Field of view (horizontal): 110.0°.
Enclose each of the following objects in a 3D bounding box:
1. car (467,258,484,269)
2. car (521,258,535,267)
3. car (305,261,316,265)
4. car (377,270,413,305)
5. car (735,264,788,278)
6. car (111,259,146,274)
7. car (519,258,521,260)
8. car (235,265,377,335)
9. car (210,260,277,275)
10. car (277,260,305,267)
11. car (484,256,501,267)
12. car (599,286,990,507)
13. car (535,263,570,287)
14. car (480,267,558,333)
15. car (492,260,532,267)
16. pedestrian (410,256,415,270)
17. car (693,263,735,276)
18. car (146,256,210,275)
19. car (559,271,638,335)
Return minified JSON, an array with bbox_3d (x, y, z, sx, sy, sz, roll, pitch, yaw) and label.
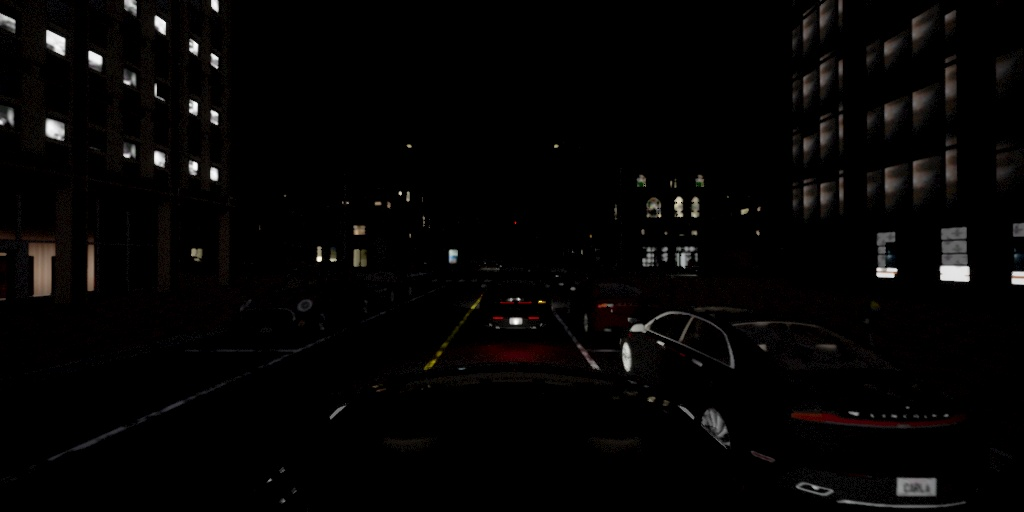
[{"bbox_3d":[-5.708,1.311,54.044,1.802,1.307,4.207,0,0,0],"label":"car"},{"bbox_3d":[2.672,1.295,54.034,1.948,1.339,4.313,0,0,0],"label":"car"},{"bbox_3d":[-25.468,1.176,42.419,4.829,1.417,1.751,0,0,1],"label":"car"},{"bbox_3d":[-5.695,1.294,15.966,2.007,1.370,4.403,0,0,0],"label":"car"},{"bbox_3d":[23.632,1.417,33.264,4.207,1.307,1.802,0,0,1],"label":"car"},{"bbox_3d":[-36.499,1.113,34.204,4.403,1.370,2.007,0,0,1],"label":"car"},{"bbox_3d":[2.669,1.307,65.076,1.802,1.307,4.207,0,0,0],"label":"car"},{"bbox_3d":[-5.693,1.186,10.274,1.967,1.591,4.097,0,0,0],"label":"car"},{"bbox_3d":[-25.426,1.160,34.037,4.403,1.370,2.007,0,0,1],"label":"car"},{"bbox_3d":[-24.505,1.117,36.618,4.902,1.511,2.128,0,0,1],"label":"car"},{"bbox_3d":[-3.092,1.204,59.734,1.882,1.535,5.008,0,0,0],"label":"car"},{"bbox_3d":[2.690,1.299,4.568,2.007,1.370,4.403,0,0,0],"label":"car"},{"bbox_3d":[2.684,1.292,21.644,2.007,1.370,4.403,0,0,0],"label":"car"},{"bbox_3d":[0.096,1.252,10.746,1.837,1.490,4.892,0,0,0],"label":"car"},{"bbox_3d":[0.089,1.219,21.465,1.882,1.535,5.008,0,0,2],"label":"car"},{"bbox_3d":[-12.567,0.862,45.175,0.375,1.860,0.375,0,-1,1],"label":"pedestrian"},{"bbox_3d":[22.136,1.419,39.115,4.181,1.385,1.994,0,0,1],"label":"car"},{"bbox_3d":[-30.963,0.900,34.120,5.009,1.841,2.192,0,0,1],"label":"car"},{"bbox_3d":[2.688,1.291,10.260,1.888,1.381,4.507,0,0,0],"label":"car"}]
